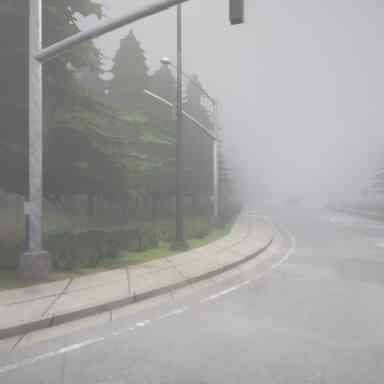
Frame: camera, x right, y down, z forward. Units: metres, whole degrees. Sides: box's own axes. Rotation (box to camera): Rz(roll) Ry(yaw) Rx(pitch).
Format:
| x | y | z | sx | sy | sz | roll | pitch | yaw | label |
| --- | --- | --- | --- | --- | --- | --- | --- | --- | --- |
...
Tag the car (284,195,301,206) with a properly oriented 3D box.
| x | y | z | sx | sy | sz | roll | pitch | yaw | label |
| --- | --- | --- | --- | --- | --- | --- | --- | --- | --- |
| 16.748 | 1.352 | 55.578 | 2.097 | 1.767 | 4.553 | 0 | 0 | 8 | car |
